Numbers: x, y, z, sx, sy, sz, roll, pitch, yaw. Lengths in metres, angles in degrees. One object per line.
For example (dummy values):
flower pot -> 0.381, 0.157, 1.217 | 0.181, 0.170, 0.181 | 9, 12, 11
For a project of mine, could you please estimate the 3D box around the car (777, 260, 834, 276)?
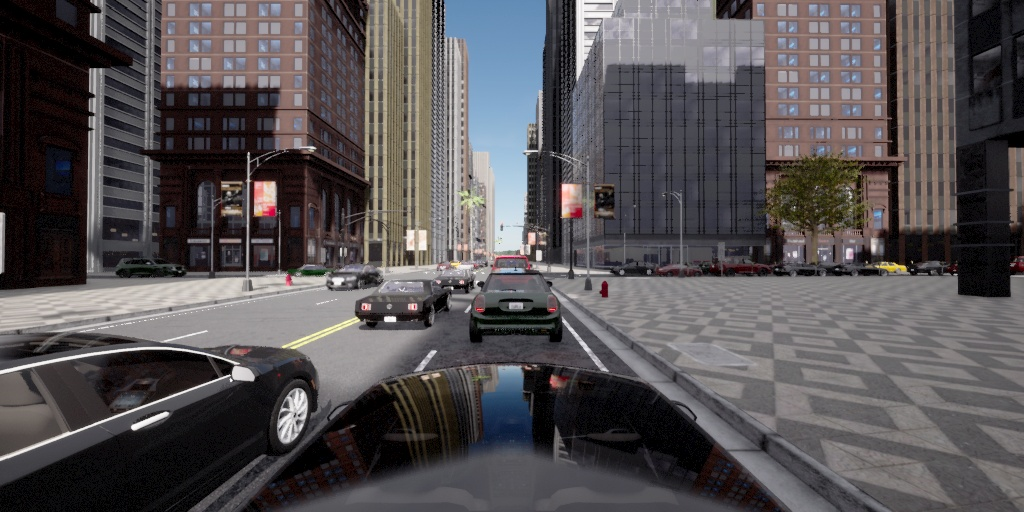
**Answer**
car -> 26.529, 1.276, 33.112 | 4.313, 1.339, 1.948 | 0, 0, -1

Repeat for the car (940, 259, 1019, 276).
car -> 43.442, 1.214, 33.409 | 4.507, 1.381, 1.888 | 0, 0, -1

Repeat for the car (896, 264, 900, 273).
car -> 43.129, 1.296, 41.929 | 4.829, 1.417, 1.751 | 0, 0, -1

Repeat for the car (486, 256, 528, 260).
car -> -0.036, 1.003, 19.417 | 2.150, 2.045, 5.566 | 0, 0, 0

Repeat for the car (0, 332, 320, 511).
car -> -3.151, 1.255, 2.224 | 1.837, 1.490, 4.892 | 0, 0, 0

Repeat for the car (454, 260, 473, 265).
car -> -6.697, 1.569, 51.860 | 1.895, 1.301, 4.718 | 0, 0, 0

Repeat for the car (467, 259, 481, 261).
car -> -6.695, 1.633, 61.024 | 1.895, 1.301, 4.718 | 0, 0, 0

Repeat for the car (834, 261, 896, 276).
car -> 32.166, 1.260, 33.211 | 4.313, 1.339, 1.948 | 0, 0, -1

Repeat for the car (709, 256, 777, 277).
car -> 20.892, 1.041, 33.014 | 5.009, 1.841, 2.192 | 0, 0, -1

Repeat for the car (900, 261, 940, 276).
car -> 42.522, 1.228, 36.025 | 4.674, 1.442, 1.812 | 0, -1, -1

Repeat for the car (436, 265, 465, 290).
car -> -3.189, 1.387, 20.713 | 1.895, 1.301, 4.718 | 0, 0, 0

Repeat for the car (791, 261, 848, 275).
car -> 33.428, 1.285, 39.003 | 4.674, 1.442, 1.812 | 0, -1, -1

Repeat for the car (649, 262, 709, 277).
car -> 15.254, 1.327, 32.915 | 4.207, 1.307, 1.802 | 0, 0, -1

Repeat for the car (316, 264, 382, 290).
car -> -9.786, 1.286, 22.639 | 2.128, 1.511, 4.902 | 0, 0, 1

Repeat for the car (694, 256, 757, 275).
car -> 23.071, 1.010, 38.838 | 5.566, 2.045, 2.150 | 0, -1, -2

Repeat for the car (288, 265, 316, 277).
car -> -18.938, 1.510, 34.878 | 4.718, 1.301, 1.895 | 0, -1, 0

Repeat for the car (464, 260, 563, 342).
car -> 0.081, 1.108, 9.897 | 2.097, 1.767, 4.553 | 0, 0, 0

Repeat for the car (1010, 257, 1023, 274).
car -> 49.080, 0.973, 33.508 | 5.009, 1.841, 2.192 | 0, 0, -1

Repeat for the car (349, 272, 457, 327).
car -> -3.167, 1.361, 11.544 | 1.895, 1.301, 4.718 | 0, 0, 0

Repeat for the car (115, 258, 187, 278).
car -> -34.997, 1.205, 34.833 | 5.566, 2.045, 2.150 | -1, -1, 1

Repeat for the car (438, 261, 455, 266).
car -> -9.942, 1.503, 53.115 | 1.812, 1.442, 4.674 | 0, 0, -3

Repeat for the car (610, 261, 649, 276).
car -> 13.031, 1.326, 38.652 | 4.892, 1.490, 1.837 | 0, -1, -1
